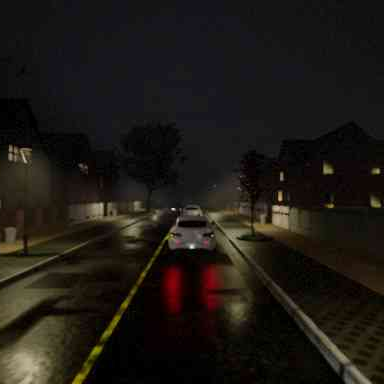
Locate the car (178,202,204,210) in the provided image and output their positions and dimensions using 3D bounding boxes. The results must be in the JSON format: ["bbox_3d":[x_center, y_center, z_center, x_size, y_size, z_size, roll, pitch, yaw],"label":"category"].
[{"bbox_3d":[0.016,1.883,28.899,1.812,1.442,4.674,0,-1,1],"label":"car"}]

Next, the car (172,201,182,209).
[{"bbox_3d":[-2.790,2.435,65.400,1.882,1.535,5.008,0,-1,0],"label":"car"}]

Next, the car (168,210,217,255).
[{"bbox_3d":[0.021,1.686,13.899,1.812,1.442,4.674,0,0,1],"label":"car"}]
